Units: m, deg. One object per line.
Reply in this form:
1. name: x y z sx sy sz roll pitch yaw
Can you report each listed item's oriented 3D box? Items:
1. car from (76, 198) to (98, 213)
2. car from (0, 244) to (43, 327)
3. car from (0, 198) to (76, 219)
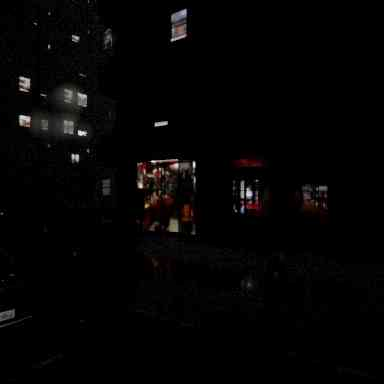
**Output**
1. car: -10.904 1.250 30.513 1.752 1.417 4.829 1 1 35
2. car: -4.463 1.551 6.069 4.403 1.369 2.008 0 0 36
3. car: -11.806 1.344 24.743 2.033 1.411 5.357 0 1 35
